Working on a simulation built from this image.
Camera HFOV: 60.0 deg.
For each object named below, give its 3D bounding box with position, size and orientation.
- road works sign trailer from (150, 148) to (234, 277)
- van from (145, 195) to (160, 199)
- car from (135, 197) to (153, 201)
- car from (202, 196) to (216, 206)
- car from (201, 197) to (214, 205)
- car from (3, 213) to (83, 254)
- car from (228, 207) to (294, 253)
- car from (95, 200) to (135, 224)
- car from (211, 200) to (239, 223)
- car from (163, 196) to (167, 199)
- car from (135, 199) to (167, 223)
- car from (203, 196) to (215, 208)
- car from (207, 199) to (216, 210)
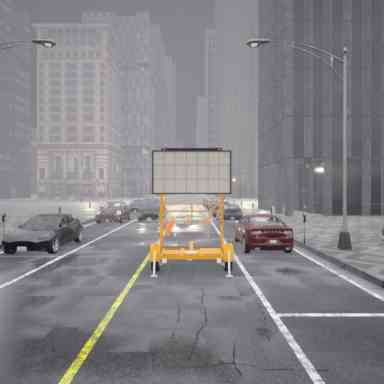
[{"bbox_3d":[-0.007,0.463,10.205,2.380,3.560,2.880,0,0,0],"label":"road works sign trailer"},{"bbox_3d":[-5.803,1.320,47.309,1.690,1.788,3.998,0,0,0],"label":"van"},{"bbox_3d":[-5.793,1.554,36.027,1.947,1.339,4.313,0,0,0],"label":"car"},{"bbox_3d":[2.718,1.414,52.958,1.967,1.590,4.097,0,0,0],"label":"car"},{"bbox_3d":[2.714,1.518,58.599,2.008,1.369,4.403,0,0,0],"label":"car"},{"bbox_3d":[-5.775,1.564,13.463,1.947,1.339,4.313,0,0,0],"label":"car"},{"bbox_3d":[2.750,1.543,13.473,1.887,1.381,4.507,0,0,0],"label":"car"},{"bbox_3d":[-5.785,1.435,24.744,1.967,1.590,4.097,0,0,0],"label":"car"},{"bbox_3d":[2.741,1.546,24.754,2.008,1.369,4.403,0,0,0],"label":"car"},{"bbox_3d":[-5.816,1.512,64.232,2.008,1.369,4.403,0,0,0],"label":"car"},{"bbox_3d":[-3.020,1.541,26.140,2.033,1.411,5.357,0,0,0],"label":"car"},{"bbox_3d":[2.727,1.509,41.846,1.752,1.417,4.829,0,0,0],"label":"car"},{"bbox_3d":[2.736,1.558,30.394,1.947,1.339,4.313,0,0,0],"label":"car"}]
